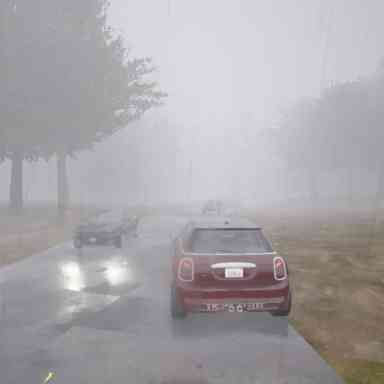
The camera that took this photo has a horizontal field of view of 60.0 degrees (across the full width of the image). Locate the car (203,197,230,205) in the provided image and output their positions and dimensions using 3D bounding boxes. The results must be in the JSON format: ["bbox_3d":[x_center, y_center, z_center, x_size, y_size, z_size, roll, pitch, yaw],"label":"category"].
[{"bbox_3d":[2.394,1.541,35.852,2.033,1.411,5.357,0,0,14],"label":"car"}]

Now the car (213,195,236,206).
[{"bbox_3d":[5.309,1.333,53.363,2.128,1.511,4.902,0,1,25],"label":"car"}]

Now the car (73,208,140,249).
[{"bbox_3d":[-3.578,1.478,14.701,1.882,1.535,5.008,0,0,2],"label":"car"}]

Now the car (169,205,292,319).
[{"bbox_3d":[0.565,1.351,7.599,2.097,1.767,4.553,0,0,-3],"label":"car"}]

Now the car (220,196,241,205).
[{"bbox_3d":[5.381,1.532,45.731,1.895,1.301,4.718,0,1,22],"label":"car"}]
